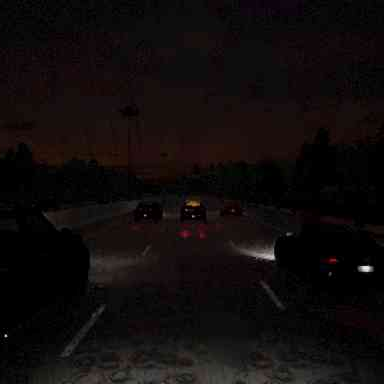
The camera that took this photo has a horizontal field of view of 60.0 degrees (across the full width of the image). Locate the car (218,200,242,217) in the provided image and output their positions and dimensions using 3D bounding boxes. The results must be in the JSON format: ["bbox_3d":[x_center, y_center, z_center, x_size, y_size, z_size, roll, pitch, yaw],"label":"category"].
[{"bbox_3d":[3.597,1.464,31.768,1.882,1.535,5.008,0,0,0],"label":"car"}]

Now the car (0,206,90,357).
[{"bbox_3d":[-3.400,1.219,5.247,2.150,2.045,5.566,0,0,0],"label":"car"}]

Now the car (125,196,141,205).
[{"bbox_3d":[-10.543,1.452,59.566,1.882,1.535,5.008,0,0,1],"label":"car"}]

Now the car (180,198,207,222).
[{"bbox_3d":[0.099,1.481,25.706,2.128,1.511,4.902,0,0,0],"label":"car"}]

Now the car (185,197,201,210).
[{"bbox_3d":[0.097,1.459,42.896,1.882,1.535,5.008,0,0,0],"label":"car"}]

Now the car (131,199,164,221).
[{"bbox_3d":[-3.401,1.480,26.696,2.128,1.511,4.902,0,0,0],"label":"car"}]

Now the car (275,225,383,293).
[{"bbox_3d":[3.599,1.560,8.889,1.994,1.385,4.181,0,0,0],"label":"car"}]

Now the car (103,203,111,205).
[{"bbox_3d":[-14.007,1.521,55.558,2.033,1.411,5.357,0,0,0],"label":"car"}]
